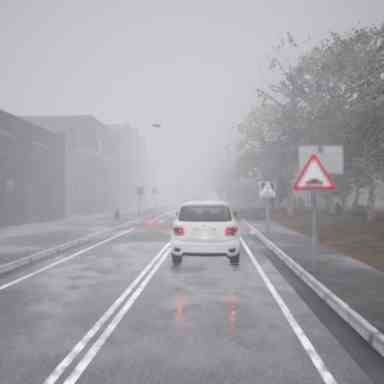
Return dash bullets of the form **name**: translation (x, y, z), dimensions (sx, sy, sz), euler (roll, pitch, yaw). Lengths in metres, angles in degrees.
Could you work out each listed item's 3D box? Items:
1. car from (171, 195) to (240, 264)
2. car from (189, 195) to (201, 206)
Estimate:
- **car**: translation (0.541, 1.299, 12.297), dimensions (2.150, 2.045, 5.566), euler (0, 0, 4)
- **car**: translation (0.699, 1.598, 66.475), dimensions (2.150, 2.045, 5.566), euler (0, 0, 4)
